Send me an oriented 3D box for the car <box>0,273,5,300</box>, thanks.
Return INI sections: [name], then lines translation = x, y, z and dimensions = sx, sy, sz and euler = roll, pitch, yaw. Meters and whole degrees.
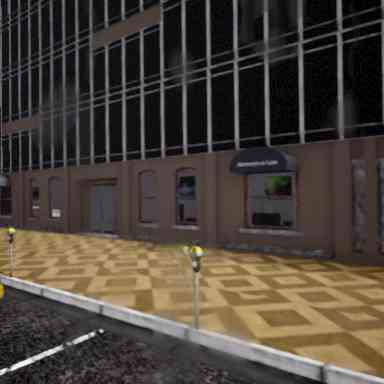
[car]
translation = -5.797, 1.619, 7.013
dimensions = 4.829, 1.417, 1.752
euler = -1, -1, 35
